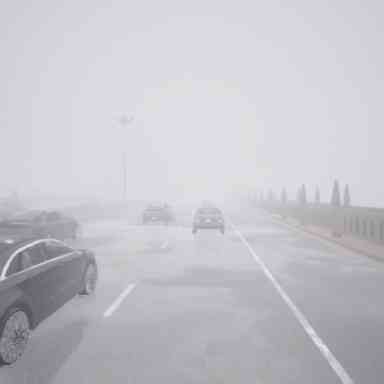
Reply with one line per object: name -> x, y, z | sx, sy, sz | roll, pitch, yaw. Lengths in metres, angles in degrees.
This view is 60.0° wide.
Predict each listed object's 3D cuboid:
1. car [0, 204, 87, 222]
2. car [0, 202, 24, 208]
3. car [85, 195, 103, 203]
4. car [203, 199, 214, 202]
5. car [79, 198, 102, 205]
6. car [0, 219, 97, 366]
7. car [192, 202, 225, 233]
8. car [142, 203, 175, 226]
car -> -6.296, 1.487, 14.045 | 1.837, 1.490, 4.892 | 0, 0, 3
car -> -16.266, 1.529, 29.134 | 1.994, 1.385, 4.181 | 0, 0, 3
car -> -18.095, 1.285, 61.679 | 1.895, 1.301, 4.718 | 0, 0, 3
car -> 2.035, 1.611, 41.355 | 1.812, 1.442, 4.674 | 0, 0, 3
car -> -12.221, 1.539, 39.496 | 1.812, 1.442, 4.674 | 0, 0, 3
car -> -3.146, 1.479, 5.768 | 2.128, 1.511, 4.902 | 0, 0, 2
car -> 0.989, 1.572, 19.995 | 2.033, 1.411, 5.357 | 0, 0, 3
car -> -2.323, 1.509, 23.893 | 2.128, 1.511, 4.902 | 0, 0, 3
